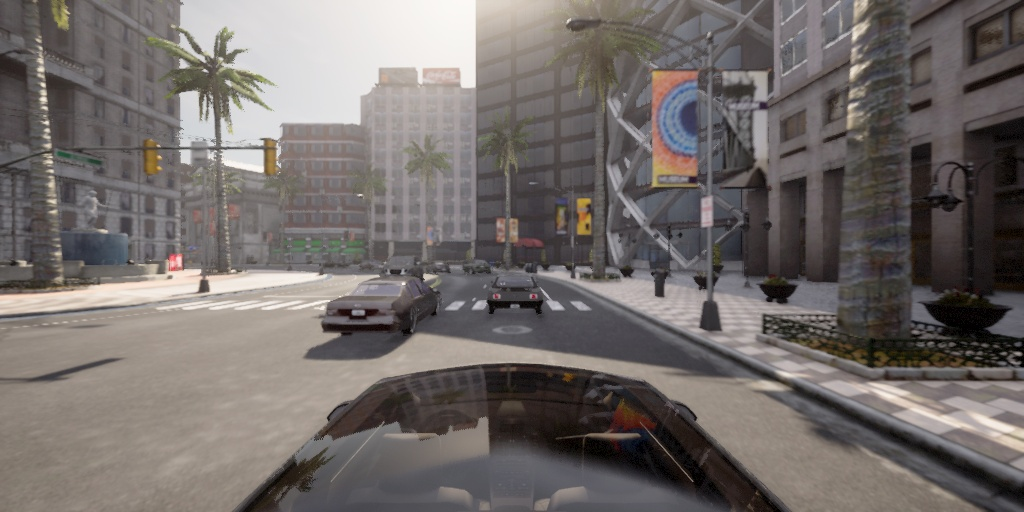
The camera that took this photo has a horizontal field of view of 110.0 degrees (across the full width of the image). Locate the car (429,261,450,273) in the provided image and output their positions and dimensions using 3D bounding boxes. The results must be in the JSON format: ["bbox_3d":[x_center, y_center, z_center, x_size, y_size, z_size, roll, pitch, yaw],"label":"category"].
[{"bbox_3d":[-8.343,1.274,40.222,1.812,1.442,4.674,0,0,-28],"label":"car"}]

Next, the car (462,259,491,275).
[{"bbox_3d":[-3.947,1.100,39.123,2.097,1.767,4.553,0,0,-23],"label":"car"}]

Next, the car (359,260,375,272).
[{"bbox_3d":[-18.158,1.239,46.831,4.902,1.511,2.128,0,0,43],"label":"car"}]

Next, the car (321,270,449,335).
[{"bbox_3d":[-3.397,1.297,10.440,2.033,1.411,5.357,0,0,0],"label":"car"}]

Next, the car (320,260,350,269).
[{"bbox_3d":[-28.582,1.347,57.764,4.718,1.301,1.895,0,0,22],"label":"car"}]

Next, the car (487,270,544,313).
[{"bbox_3d":[0.104,1.350,13.918,1.895,1.301,4.718,0,0,0],"label":"car"}]

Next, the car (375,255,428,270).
[{"bbox_3d":[-7.462,0.970,24.811,2.150,2.045,5.566,0,0,-6],"label":"car"}]
